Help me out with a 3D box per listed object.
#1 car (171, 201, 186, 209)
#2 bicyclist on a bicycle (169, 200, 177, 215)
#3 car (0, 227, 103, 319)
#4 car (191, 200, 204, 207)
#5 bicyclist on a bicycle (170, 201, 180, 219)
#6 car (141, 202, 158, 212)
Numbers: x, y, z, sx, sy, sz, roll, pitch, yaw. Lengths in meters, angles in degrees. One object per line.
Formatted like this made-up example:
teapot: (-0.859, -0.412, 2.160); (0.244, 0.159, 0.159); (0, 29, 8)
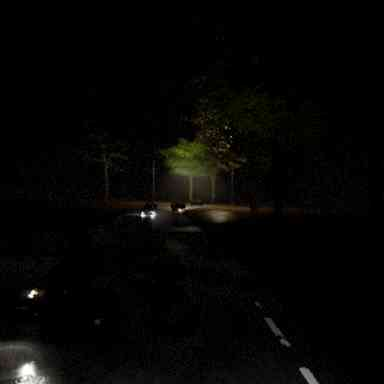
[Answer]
car: (-2.230, 2.250, 56.632); (1.994, 1.385, 4.181); (0, -1, 7)
bicyclist on a bicycle: (-2.235, 1.837, 39.929); (0.866, 1.612, 1.509); (-3, -1, -3)
car: (-3.439, 1.571, 7.882); (2.033, 1.411, 5.357); (0, 0, -4)
car: (1.305, 2.487, 73.762); (1.837, 1.490, 4.892); (0, -1, 20)
bicyclist on a bicycle: (-1.523, 1.684, 30.730); (0.866, 1.612, 1.509); (-2, 0, -5)
car: (-6.139, 2.155, 48.485); (1.895, 1.301, 4.718); (0, -1, 2)
